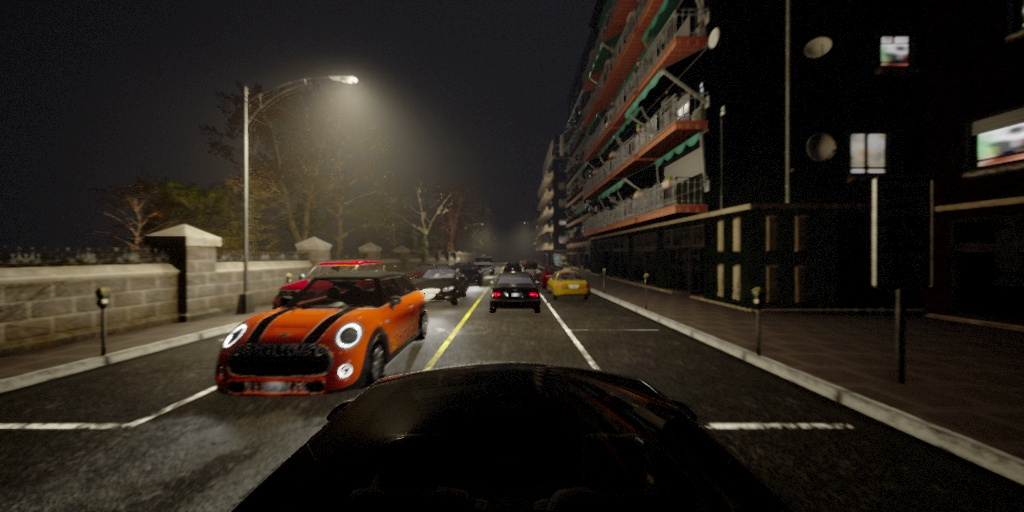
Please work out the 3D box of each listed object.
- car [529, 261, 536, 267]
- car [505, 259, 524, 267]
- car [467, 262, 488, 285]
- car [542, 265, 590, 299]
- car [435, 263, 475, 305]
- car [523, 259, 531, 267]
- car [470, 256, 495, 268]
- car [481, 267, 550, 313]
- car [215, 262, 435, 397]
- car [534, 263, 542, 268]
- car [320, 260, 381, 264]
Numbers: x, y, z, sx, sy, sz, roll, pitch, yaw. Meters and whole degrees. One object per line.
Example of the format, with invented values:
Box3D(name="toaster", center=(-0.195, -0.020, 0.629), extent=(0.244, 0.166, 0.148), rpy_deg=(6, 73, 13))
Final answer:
Box3D(name="car", center=(2.686, 1.337, 28.781), extent=(2.007, 1.370, 4.403), rpy_deg=(0, 0, 0))
Box3D(name="car", center=(0.092, 1.370, 41.407), extent=(1.994, 1.385, 4.181), rpy_deg=(0, 0, 0))
Box3D(name="car", center=(-3.088, 1.347, 26.013), extent=(1.994, 1.385, 4.181), rpy_deg=(0, 0, 0))
Box3D(name="car", center=(2.688, 1.296, 17.880), extent=(1.751, 1.417, 4.829), rpy_deg=(0, 0, 0))
Box3D(name="car", center=(-3.095, 1.260, 16.084), extent=(2.128, 1.511, 4.902), rpy_deg=(0, 0, 0))
Box3D(name="car", center=(2.683, 1.368, 50.921), extent=(1.888, 1.381, 4.507), rpy_deg=(0, 0, 0))
Box3D(name="car", center=(-3.039, 1.025, 38.716), extent=(2.150, 2.045, 5.566), rpy_deg=(0, 0, 1))
Box3D(name="car", center=(0.100, 1.313, 14.154), extent=(2.033, 1.411, 5.357), rpy_deg=(0, 0, 0))
Box3D(name="car", center=(-3.073, 1.108, 6.868), extent=(2.097, 1.767, 4.553), rpy_deg=(0, 0, 0))
Box3D(name="car", center=(2.687, 1.323, 23.245), extent=(1.888, 1.381, 4.507), rpy_deg=(0, 0, 0))
Box3D(name="car", center=(-5.692, 1.077, 12.173), extent=(2.192, 1.841, 5.009), rpy_deg=(0, 0, 0))
